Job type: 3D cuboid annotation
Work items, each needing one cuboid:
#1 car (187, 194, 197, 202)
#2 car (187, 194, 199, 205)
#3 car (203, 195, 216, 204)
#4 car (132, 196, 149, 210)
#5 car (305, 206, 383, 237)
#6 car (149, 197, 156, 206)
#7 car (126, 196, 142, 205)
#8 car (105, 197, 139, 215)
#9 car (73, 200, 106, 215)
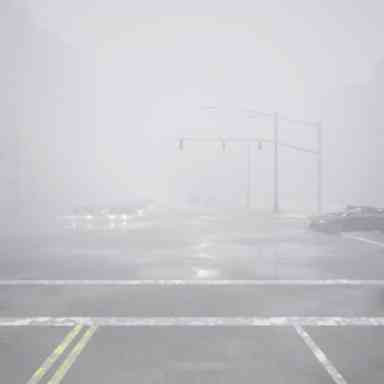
[{"bbox_3d":[0.034,1.316,74.798,2.097,1.767,4.553,0,0,0],"label":"car"},{"bbox_3d":[0.126,1.459,59.571,2.128,1.511,4.902,0,0,0],"label":"car"},{"bbox_3d":[3.527,1.472,63.341,1.837,1.490,4.892,0,0,0],"label":"car"},{"bbox_3d":[-7.069,1.503,42.788,1.812,1.442,4.674,0,0,0],"label":"car"},{"bbox_3d":[8.510,1.482,17.618,4.902,1.511,2.128,0,0,-5],"label":"car"},{"bbox_3d":[-7.057,1.535,54.714,1.994,1.385,4.181,0,0,0],"label":"car"},{"bbox_3d":[-10.531,1.516,60.722,2.033,1.411,5.357,0,0,0],"label":"car"},{"bbox_3d":[-7.078,1.546,34.044,1.994,1.385,4.181,0,0,0],"label":"car"},{"bbox_3d":[-10.578,1.508,34.077,1.812,1.442,4.674,0,0,0],"label":"car"}]
